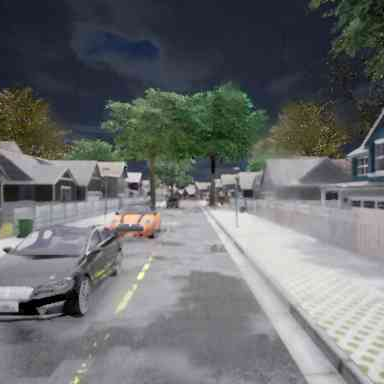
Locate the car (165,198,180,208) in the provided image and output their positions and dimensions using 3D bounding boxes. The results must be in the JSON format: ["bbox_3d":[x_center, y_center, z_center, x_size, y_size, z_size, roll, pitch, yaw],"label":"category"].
[{"bbox_3d":[-2.785,1.657,49.070,1.837,1.490,4.892,0,0,0],"label":"car"}]

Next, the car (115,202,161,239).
[{"bbox_3d":[-2.821,1.379,17.377,2.097,1.767,4.553,0,0,0],"label":"car"}]

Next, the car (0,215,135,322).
[{"bbox_3d":[-2.849,1.503,7.563,2.128,1.511,4.902,0,0,0],"label":"car"}]
